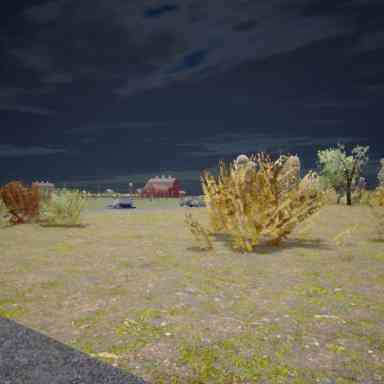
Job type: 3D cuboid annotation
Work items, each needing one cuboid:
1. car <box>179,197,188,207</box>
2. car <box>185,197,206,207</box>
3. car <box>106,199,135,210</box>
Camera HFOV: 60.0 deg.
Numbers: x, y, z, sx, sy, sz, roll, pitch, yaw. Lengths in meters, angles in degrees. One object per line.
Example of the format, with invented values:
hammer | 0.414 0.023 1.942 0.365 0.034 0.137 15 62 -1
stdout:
car | -0.178 1.968 65.515 2.150 2.045 5.566 -1 -1 36
car | 1.316 2.119 61.541 1.994 1.385 4.181 -1 -1 36
car | -10.872 1.795 50.890 2.097 1.767 4.553 -1 -1 36
